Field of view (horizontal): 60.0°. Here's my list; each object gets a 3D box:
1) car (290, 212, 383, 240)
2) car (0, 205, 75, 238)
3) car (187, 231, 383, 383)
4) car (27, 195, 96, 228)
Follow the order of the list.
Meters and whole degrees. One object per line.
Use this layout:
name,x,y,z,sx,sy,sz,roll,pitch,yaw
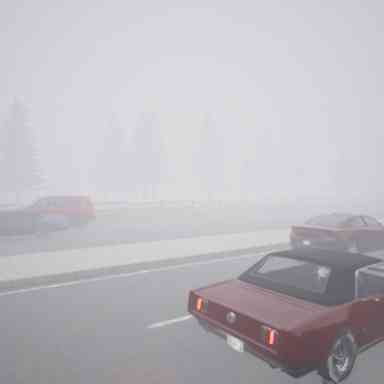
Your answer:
car,5.680,1.474,12.097,5.008,1.535,1.882,0,0,-36
car,-8.823,1.546,16.104,5.357,1.411,2.033,0,0,-35
car,2.349,1.599,5.421,4.718,1.301,1.895,0,0,-36
car,-8.764,1.220,20.430,5.566,2.045,2.150,0,0,-35
